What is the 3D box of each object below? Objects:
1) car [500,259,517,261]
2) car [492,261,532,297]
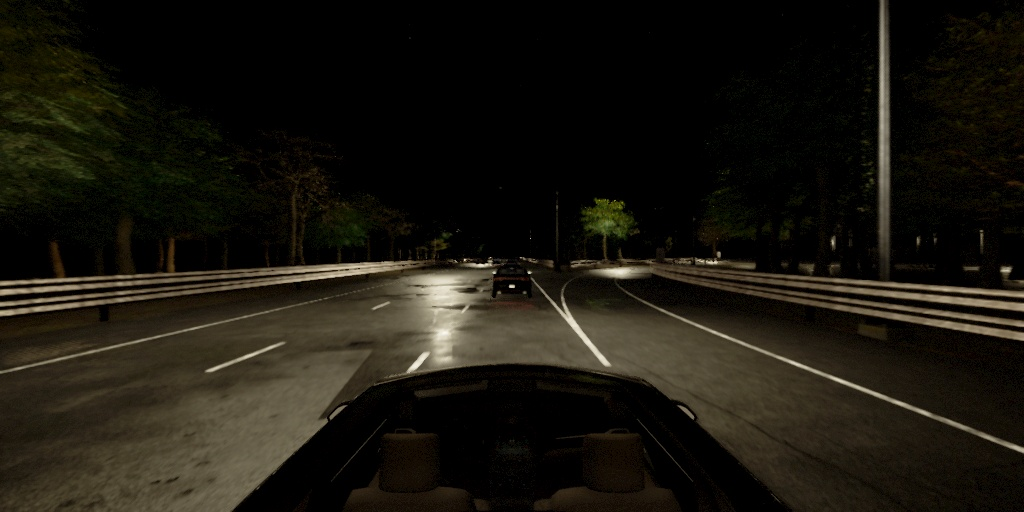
[{"bbox_3d":[-0.017,1.315,39.855,1.994,1.385,4.181,0,0,0],"label":"car"},{"bbox_3d":[-0.004,1.228,18.738,1.882,1.535,5.008,0,0,0],"label":"car"}]
